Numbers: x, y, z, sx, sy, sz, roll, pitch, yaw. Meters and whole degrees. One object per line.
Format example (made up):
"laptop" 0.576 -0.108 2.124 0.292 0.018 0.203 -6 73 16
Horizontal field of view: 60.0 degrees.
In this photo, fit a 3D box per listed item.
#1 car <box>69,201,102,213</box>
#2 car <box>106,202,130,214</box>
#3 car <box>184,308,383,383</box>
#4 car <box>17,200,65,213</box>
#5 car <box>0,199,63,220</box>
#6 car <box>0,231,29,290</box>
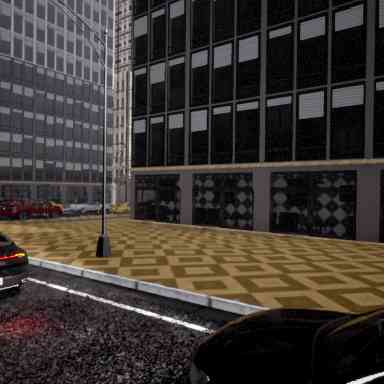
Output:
"car" -12.739 1.802 41.308 1.895 1.301 4.718 1 0 37
"car" -7.351 1.830 38.865 1.752 1.417 4.829 1 0 37
"car" 2.167 1.506 2.130 4.892 1.490 1.837 0 0 36
"car" -17.645 1.643 39.065 1.752 1.417 4.829 1 0 37
"car" -14.181 1.519 29.677 2.192 1.841 5.009 1 0 37
"car" -5.748 1.500 7.814 4.892 1.490 1.837 0 0 36
